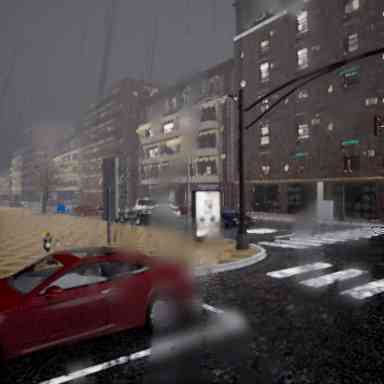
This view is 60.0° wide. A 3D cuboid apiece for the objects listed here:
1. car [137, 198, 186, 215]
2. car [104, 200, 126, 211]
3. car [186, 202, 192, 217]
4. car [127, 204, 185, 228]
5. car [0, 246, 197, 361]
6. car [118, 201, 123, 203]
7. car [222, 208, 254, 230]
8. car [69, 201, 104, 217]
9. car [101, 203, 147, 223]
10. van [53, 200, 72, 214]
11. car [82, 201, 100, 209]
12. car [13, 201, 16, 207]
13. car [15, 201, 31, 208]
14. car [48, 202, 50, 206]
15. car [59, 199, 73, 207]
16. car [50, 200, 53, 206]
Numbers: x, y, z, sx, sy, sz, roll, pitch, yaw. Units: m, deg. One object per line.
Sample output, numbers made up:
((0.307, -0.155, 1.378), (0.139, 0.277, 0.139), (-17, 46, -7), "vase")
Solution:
((-3.287, 1.573, 30.441), (2.150, 2.045, 5.566), (-1, 0, -36), "car")
((-12.216, 2.074, 52.646), (1.967, 1.590, 4.097), (-2, 0, -36), "car")
((-0.366, 1.780, 36.483), (1.967, 1.590, 4.097), (-2, 0, -36), "car")
((-2.786, 1.862, 25.096), (2.008, 1.369, 4.403), (-2, 0, -36), "car")
((-1.847, 1.579, 5.249), (4.206, 1.307, 1.802), (0, 0, -35), "car")
((-9.392, 2.008, 38.900), (1.837, 1.490, 4.892), (-1, 0, -36), "car")
((2.248, 1.778, 22.795), (1.994, 1.385, 4.181), (-1, 0, -36), "car")
((-12.128, 2.088, 38.084), (1.887, 1.381, 4.507), (-2, 0, -36), "car")
((-6.051, 1.943, 29.607), (2.008, 1.369, 4.403), (-2, 0, -36), "car")
((-17.047, 2.008, 44.970), (1.690, 1.788, 3.998), (-2, 0, -36), "van")
((-18.745, 2.379, 61.668), (1.802, 1.307, 4.206), (-2, 0, -36), "car")
((-41.858, 2.834, 79.315), (1.887, 1.381, 4.507), (-2, 0, -36), "car")
((-35.329, 2.676, 70.291), (2.008, 1.369, 4.403), (-2, 0, -36), "car")
((-35.069, 2.752, 84.227), (1.887, 1.381, 4.507), (-2, 0, -36), "car")
((-28.543, 2.483, 75.203), (1.967, 1.590, 4.097), (-2, 0, -36), "car")
((-31.804, 2.691, 79.715), (1.947, 1.339, 4.313), (-2, 0, -36), "car")
